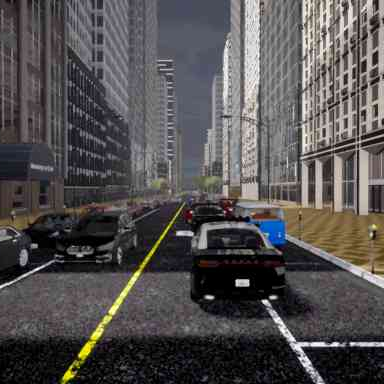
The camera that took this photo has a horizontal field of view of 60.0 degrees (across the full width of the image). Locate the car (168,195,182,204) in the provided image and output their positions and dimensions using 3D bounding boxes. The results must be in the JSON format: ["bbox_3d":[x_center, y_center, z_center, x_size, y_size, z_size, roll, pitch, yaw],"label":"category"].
[{"bbox_3d":[-2.967,1.585,62.894,1.895,1.301,4.718,0,0,0],"label":"car"}]

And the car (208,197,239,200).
[{"bbox_3d":[2.693,1.309,25.443,2.192,1.841,5.009,-1,0,0],"label":"car"}]

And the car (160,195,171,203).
[{"bbox_3d":[-5.663,1.422,70.916,1.967,1.590,4.097,-1,0,0],"label":"car"}]

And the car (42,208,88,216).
[{"bbox_3d":[-5.691,1.563,14.080,1.947,1.339,4.313,-1,0,0],"label":"car"}]

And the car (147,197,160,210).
[{"bbox_3d":[-5.677,1.541,42.498,2.008,1.369,4.403,-1,0,0],"label":"car"}]

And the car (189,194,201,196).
[{"bbox_3d":[0.030,1.337,59.406,2.097,1.767,4.553,0,0,0],"label":"car"}]

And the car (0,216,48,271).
[{"bbox_3d":[-5.694,1.549,8.396,2.008,1.369,4.403,-1,0,0],"label":"car"}]

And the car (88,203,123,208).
[{"bbox_3d":[-5.688,1.540,19.764,1.887,1.381,4.507,-1,0,0],"label":"car"}]

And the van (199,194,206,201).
[{"bbox_3d":[2.725,1.317,87.963,1.690,1.788,3.998,-1,0,0],"label":"van"}]

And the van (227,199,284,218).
[{"bbox_3d":[2.687,1.338,14.076,1.690,1.788,3.998,-1,0,0],"label":"van"}]

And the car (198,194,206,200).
[{"bbox_3d":[2.729,1.414,93.647,1.967,1.590,4.097,-1,0,0],"label":"car"}]

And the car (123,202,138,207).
[{"bbox_3d":[-5.686,1.545,25.447,2.008,1.369,4.403,-1,0,0],"label":"car"}]

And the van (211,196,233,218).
[{"bbox_3d":[2.696,1.334,31.127,1.690,1.788,3.998,-1,0,0],"label":"van"}]

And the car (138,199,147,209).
[{"bbox_3d":[-5.682,1.575,31.131,1.802,1.307,4.206,-1,0,0],"label":"car"}]

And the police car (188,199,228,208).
[{"bbox_3d":[0.909,1.421,18.533,1.930,1.638,5.238,0,0,0],"label":"police car"}]

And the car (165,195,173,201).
[{"bbox_3d":[-5.656,1.504,82.114,1.752,1.417,4.829,-1,0,0],"label":"car"}]

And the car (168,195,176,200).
[{"bbox_3d":[-5.650,1.540,93.651,1.947,1.339,4.313,-1,0,0],"label":"car"}]

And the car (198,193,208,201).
[{"bbox_3d":[2.722,1.293,82.280,2.192,1.841,5.009,-1,0,0],"label":"car"}]

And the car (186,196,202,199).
[{"bbox_3d":[0.039,1.590,46.005,1.895,1.301,4.718,0,0,1],"label":"car"}]

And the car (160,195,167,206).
[{"bbox_3d":[-5.671,1.538,53.865,2.008,1.369,4.403,-1,0,0],"label":"car"}]

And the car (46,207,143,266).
[{"bbox_3d":[-3.097,1.502,11.604,1.837,1.490,4.892,0,0,0],"label":"car"}]

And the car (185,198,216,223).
[{"bbox_3d":[0.655,1.472,24.522,1.882,1.535,5.008,0,0,7],"label":"car"}]

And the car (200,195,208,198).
[{"bbox_3d":[2.710,1.538,53.861,2.008,1.369,4.403,-1,0,0],"label":"car"}]

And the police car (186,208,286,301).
[{"bbox_3d":[0.903,1.423,8.532,1.930,1.638,5.238,0,0,0],"label":"police car"}]
